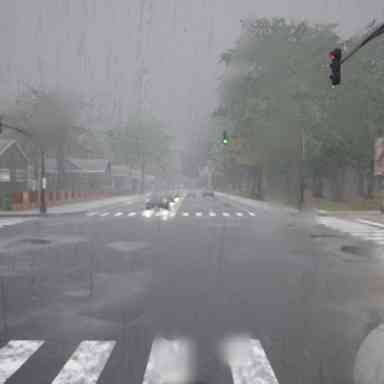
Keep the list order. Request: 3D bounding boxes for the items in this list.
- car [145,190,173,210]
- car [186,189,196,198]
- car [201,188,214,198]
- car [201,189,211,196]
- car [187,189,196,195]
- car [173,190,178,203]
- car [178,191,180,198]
[{"bbox_3d":[-3.296,0.755,32.697,2.097,1.767,4.553,0,1,0],"label":"car"},{"bbox_3d":[-0.133,0.377,63.903,2.033,1.411,5.357,0,1,0],"label":"car"},{"bbox_3d":[3.115,0.175,64.306,2.097,1.767,4.553,0,1,0],"label":"car"},{"bbox_3d":[3.058,0.008,74.340,2.033,1.411,5.357,0,1,0],"label":"car"},{"bbox_3d":[-0.191,0.062,74.353,1.895,1.301,4.718,0,1,0],"label":"car"},{"bbox_3d":[-3.360,0.668,45.665,1.837,1.490,4.892,0,2,0],"label":"car"},{"bbox_3d":[-3.389,0.300,65.047,2.128,1.511,4.902,0,1,0],"label":"car"}]
